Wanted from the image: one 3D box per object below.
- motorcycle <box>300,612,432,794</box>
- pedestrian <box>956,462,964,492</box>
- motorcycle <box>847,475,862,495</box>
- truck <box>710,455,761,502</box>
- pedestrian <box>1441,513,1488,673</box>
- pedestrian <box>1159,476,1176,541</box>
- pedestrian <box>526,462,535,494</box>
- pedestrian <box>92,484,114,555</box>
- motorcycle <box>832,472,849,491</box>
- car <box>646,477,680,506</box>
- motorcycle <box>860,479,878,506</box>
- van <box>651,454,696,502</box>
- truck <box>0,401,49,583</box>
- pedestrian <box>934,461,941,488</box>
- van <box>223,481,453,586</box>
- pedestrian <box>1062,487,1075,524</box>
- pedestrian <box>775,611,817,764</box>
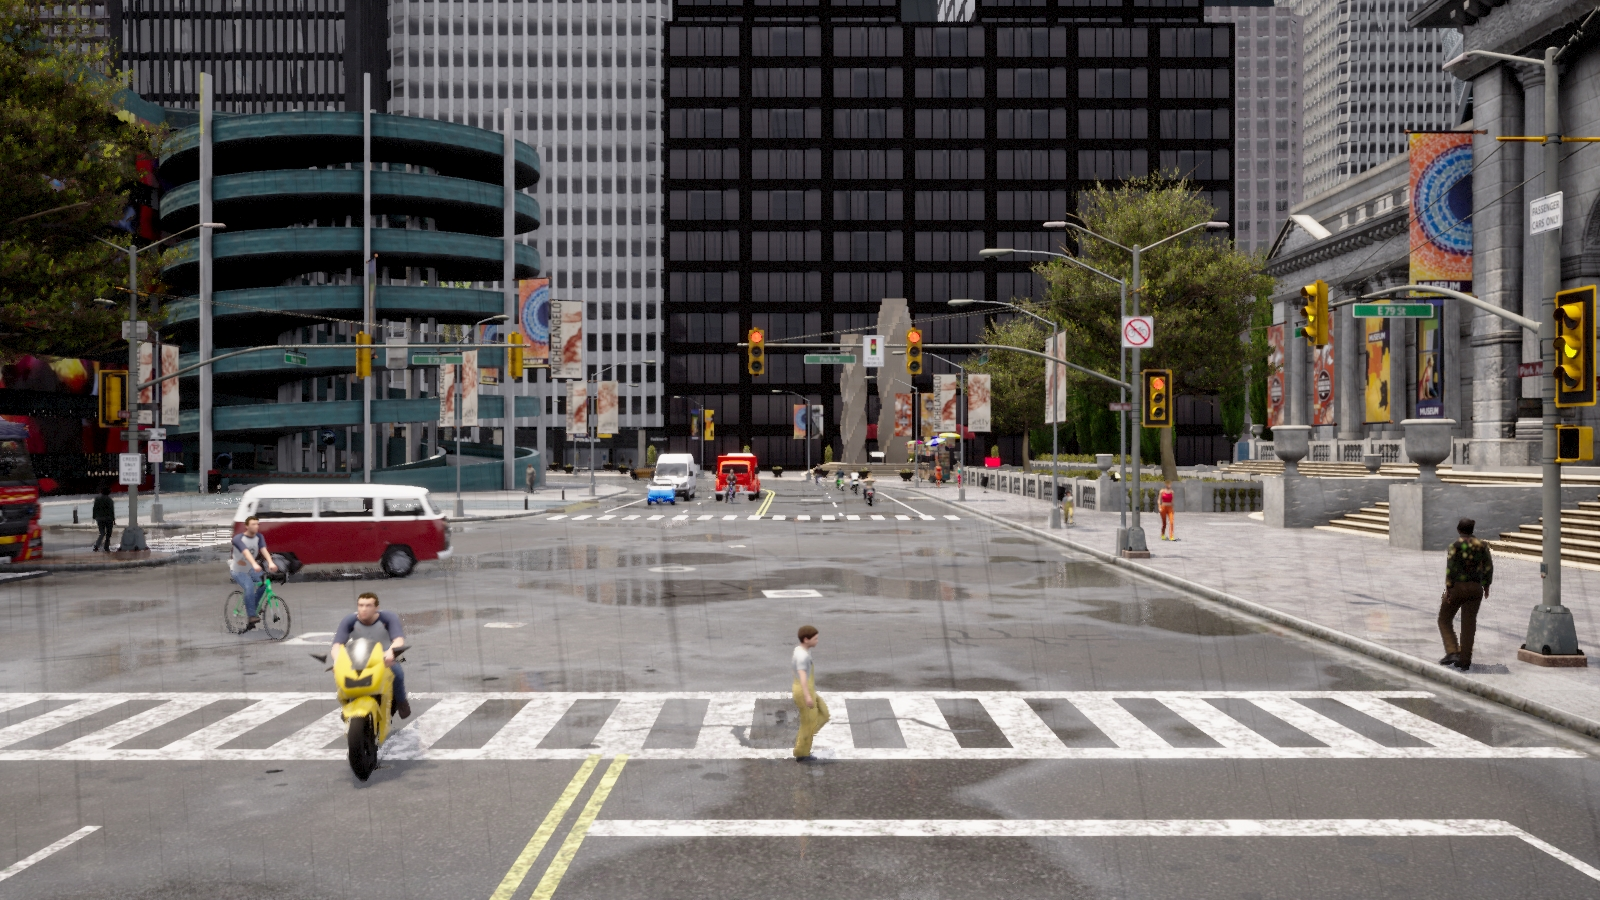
[{"bbox_3d":[-3.874,2.208,10.369,0.803,1.145,2.033,-2,1,-13],"label":"motorcycle"},{"bbox_3d":[9.817,1.669,70.218,0.375,1.860,0.375,0,0,-8],"label":"pedestrian"},{"bbox_3d":[3.394,2.186,71.447,0.803,1.145,2.033,0,0,-2],"label":"motorcycle"},{"bbox_3d":[-3.541,1.543,64.074,2.627,2.467,5.204,0,0,-1],"label":"truck"},{"bbox_3d":[7.929,1.690,13.636,0.375,1.860,0.375,0,0,8],"label":"pedestrian"},{"bbox_3d":[10.628,1.683,33.025,0.375,1.860,0.375,0,0,-1],"label":"pedestrian"},{"bbox_3d":[-15.991,1.670,67.782,0.375,1.860,0.375,0,0,6],"label":"pedestrian"},{"bbox_3d":[-18.493,1.837,30.300,0.375,1.860,0.375,0,0,-6],"label":"pedestrian"},{"bbox_3d":[2.748,2.152,77.901,0.856,1.236,1.805,-1,0,-8],"label":"motorcycle"},{"bbox_3d":[-6.988,2.098,58.266,1.481,1.376,2.207,0,0,0],"label":"car"},{"bbox_3d":[3.505,2.148,58.126,0.764,1.277,2.356,0,0,0],"label":"motorcycle"},{"bbox_3d":[-7.042,1.510,64.165,1.988,2.561,5.915,0,0,-1],"label":"van"},{"bbox_3d":[-21.039,0.881,24.114,8.468,3.827,2.891,0,0,0],"label":"truck"},{"bbox_3d":[9.402,1.665,77.884,0.375,1.860,0.375,0,0,-13],"label":"pedestrian"},{"bbox_3d":[-10.035,1.773,25.225,4.480,2.038,2.069,0,1,-15],"label":"van"},{"bbox_3d":[9.463,1.961,40.309,0.375,1.300,0.375,0,0,0],"label":"pedestrian"},{"bbox_3d":[-0.033,2.124,10.288,0.375,1.300,0.375,0,0,0],"label":"pedestrian"}]
